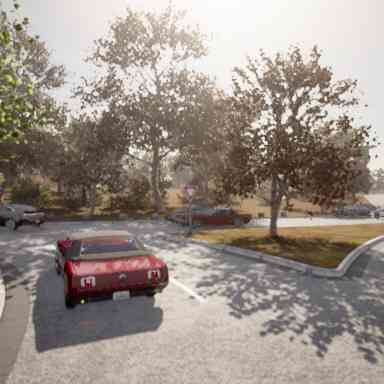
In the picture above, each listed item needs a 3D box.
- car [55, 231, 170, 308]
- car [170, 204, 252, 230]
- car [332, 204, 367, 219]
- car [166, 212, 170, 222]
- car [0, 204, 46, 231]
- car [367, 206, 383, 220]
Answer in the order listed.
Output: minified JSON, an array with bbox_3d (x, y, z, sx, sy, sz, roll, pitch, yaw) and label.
[{"bbox_3d":[-2.224,1.595,8.070,1.895,1.301,4.718,0,0,-25],"label":"car"},{"bbox_3d":[1.306,1.624,21.035,4.718,1.301,1.895,0,0,-24],"label":"car"},{"bbox_3d":[15.593,1.832,32.446,4.181,1.385,1.994,1,0,-35],"label":"car"},{"bbox_3d":[0.217,1.588,23.928,4.181,1.385,1.994,1,0,-26],"label":"car"},{"bbox_3d":[-11.120,1.474,20.031,4.902,1.511,2.128,0,0,22],"label":"car"},{"bbox_3d":[18.611,1.780,30.605,4.902,1.511,2.128,1,0,-37],"label":"car"}]
